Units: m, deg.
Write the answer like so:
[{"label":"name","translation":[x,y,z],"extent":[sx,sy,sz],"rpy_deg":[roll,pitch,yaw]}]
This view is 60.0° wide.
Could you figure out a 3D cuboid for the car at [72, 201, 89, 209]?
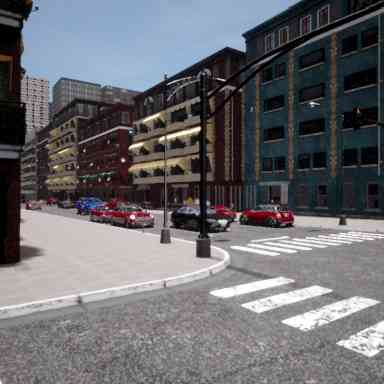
[{"label":"car","translation":[-20.223,2.326,60.439],"extent":[1.802,1.307,4.206],"rpy_deg":[-1,0,-35]}]

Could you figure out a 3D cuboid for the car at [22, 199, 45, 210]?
[{"label":"car","translation":[-26.664,2.171,55.897],"extent":[1.967,1.590,4.097],"rpy_deg":[-1,0,-35]}]

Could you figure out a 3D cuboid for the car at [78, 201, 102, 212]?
[{"label":"car","translation":[-14.986,2.064,48.696],"extent":[1.882,1.535,5.008],"rpy_deg":[0,-1,-35]}]

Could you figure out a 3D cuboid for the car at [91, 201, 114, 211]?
[{"label":"car","translation":[-13.850,2.159,51.354],"extent":[2.008,1.369,4.403],"rpy_deg":[-1,0,-35]}]

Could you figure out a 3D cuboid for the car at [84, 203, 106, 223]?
[{"label":"car","translation":[-7.543,1.904,28.641],"extent":[1.802,1.307,4.206],"rpy_deg":[-1,0,-35]}]

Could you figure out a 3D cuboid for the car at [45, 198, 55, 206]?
[{"label":"car","translation":[-32.973,2.328,78.609],"extent":[2.192,1.841,5.009],"rpy_deg":[-1,0,-35]}]

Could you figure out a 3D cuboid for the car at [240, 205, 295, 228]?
[{"label":"car","translation":[5.274,1.639,24.106],"extent":[1.967,1.590,4.097],"rpy_deg":[-1,0,-35]}]

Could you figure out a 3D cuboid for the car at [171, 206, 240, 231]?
[{"label":"car","translation":[0.454,1.686,21.543],"extent":[2.128,1.511,4.902],"rpy_deg":[0,0,-35]}]

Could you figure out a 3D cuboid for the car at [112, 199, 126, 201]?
[{"label":"car","translation":[-10.668,1.856,46.813],"extent":[2.192,1.841,5.009],"rpy_deg":[-1,0,-35]}]

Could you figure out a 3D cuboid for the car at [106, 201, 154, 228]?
[{"label":"car","translation":[-4.358,1.694,24.099],"extent":[1.967,1.590,4.097],"rpy_deg":[-1,0,-35]}]

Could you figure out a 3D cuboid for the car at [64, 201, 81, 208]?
[{"label":"car","translation":[-23.410,2.377,64.981],"extent":[1.947,1.339,4.313],"rpy_deg":[-1,0,-35]}]

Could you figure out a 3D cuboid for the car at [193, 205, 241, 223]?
[{"label":"car","translation":[2.086,1.849,28.645],"extent":[1.802,1.307,4.206],"rpy_deg":[-1,0,-35]}]

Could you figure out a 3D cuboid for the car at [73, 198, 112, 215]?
[{"label":"car","translation":[-11.756,1.681,38.970],"extent":[2.150,2.045,5.566],"rpy_deg":[0,-1,-35]}]

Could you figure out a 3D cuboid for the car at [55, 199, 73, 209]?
[{"label":"car","translation":[-22.611,2.312,59.564],"extent":[1.994,1.385,4.181],"rpy_deg":[0,-1,-35]}]
